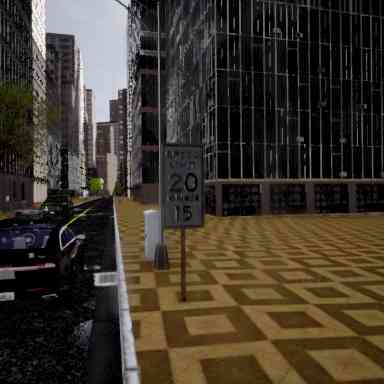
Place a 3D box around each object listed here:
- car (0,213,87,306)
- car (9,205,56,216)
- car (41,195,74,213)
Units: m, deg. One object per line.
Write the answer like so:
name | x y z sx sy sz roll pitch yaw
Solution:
car | -3.630 1.496 7.794 2.128 1.511 4.902 -1 0 -13
car | -9.044 1.636 18.226 1.895 1.301 4.718 -1 0 -13
car | -11.488 1.267 28.524 2.150 2.045 5.566 -1 0 -13
